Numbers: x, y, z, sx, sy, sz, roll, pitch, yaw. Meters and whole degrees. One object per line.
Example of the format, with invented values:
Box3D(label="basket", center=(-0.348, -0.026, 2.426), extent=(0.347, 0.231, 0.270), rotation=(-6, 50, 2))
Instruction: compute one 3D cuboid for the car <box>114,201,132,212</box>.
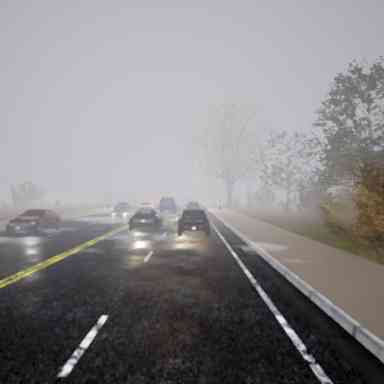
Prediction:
Box3D(label="car", center=(-9.733, 2.129, 47.070), extent=(1.837, 1.490, 4.892), rotation=(0, -1, 0))

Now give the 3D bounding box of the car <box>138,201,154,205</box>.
Box3D(label="car", center=(-6.483, 2.081, 47.069), extent=(1.882, 1.535, 5.008), rotation=(0, -1, 0))

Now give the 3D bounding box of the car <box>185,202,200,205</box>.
Box3D(label="car", center=(0.117, 2.043, 44.333), extent=(1.837, 1.490, 4.892), rotation=(0, -1, 0))

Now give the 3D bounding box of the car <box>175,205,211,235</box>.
Box3D(label="car", center=(0.114, 1.764, 20.668), extent=(1.837, 1.490, 4.892), rotation=(0, -1, 0))

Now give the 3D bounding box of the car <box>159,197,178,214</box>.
Box3D(label="car", center=(-3.143, 1.751, 44.066), extent=(2.150, 2.045, 5.566), rotation=(0, -2, 0))

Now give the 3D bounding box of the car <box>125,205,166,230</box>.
Box3D(label="car", center=(-3.142, 1.854, 23.312), extent=(1.994, 1.385, 4.181), rotation=(0, -1, 0))

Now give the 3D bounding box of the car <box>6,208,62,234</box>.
Box3D(label="car", center=(-9.814, 1.787, 21.111), extent=(1.812, 1.442, 4.674), rotation=(0, -1, 0))
